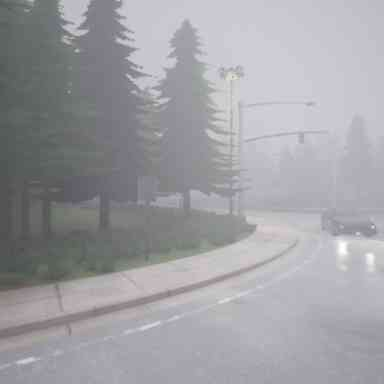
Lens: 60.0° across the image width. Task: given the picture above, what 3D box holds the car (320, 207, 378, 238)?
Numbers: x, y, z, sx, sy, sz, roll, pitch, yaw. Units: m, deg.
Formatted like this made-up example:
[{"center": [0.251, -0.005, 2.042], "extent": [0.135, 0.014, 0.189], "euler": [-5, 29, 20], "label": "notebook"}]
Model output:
[{"center": [8.296, 1.562, 18.139], "extent": [2.033, 1.411, 5.357], "euler": [0, 0, 12], "label": "car"}]
